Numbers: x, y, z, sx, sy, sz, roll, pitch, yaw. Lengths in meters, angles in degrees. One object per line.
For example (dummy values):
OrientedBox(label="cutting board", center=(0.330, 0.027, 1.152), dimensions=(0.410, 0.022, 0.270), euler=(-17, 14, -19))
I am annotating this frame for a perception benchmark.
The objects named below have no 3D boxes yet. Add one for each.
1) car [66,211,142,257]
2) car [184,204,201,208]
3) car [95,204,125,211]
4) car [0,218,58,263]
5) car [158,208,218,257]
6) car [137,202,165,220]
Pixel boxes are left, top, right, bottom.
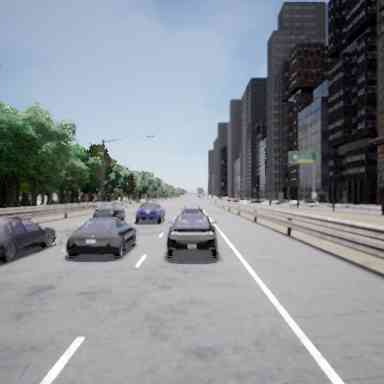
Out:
OrientedBox(label="car", center=(-3.480, 1.699, 13.512), dimensions=(1.994, 1.385, 4.181), euler=(0, 0, 0))
OrientedBox(label="car", center=(0.027, 1.789, 28.520), dimensions=(2.128, 1.511, 4.902), euler=(0, -1, 0))
OrientedBox(label="car", center=(-6.976, 1.791, 28.532), dimensions=(2.128, 1.511, 4.902), euler=(0, 0, 0))
OrientedBox(label="car", center=(-6.990, 1.672, 12.535), dimensions=(2.033, 1.411, 5.357), euler=(0, -1, 0))
OrientedBox(label="car", center=(0.021, 1.627, 13.518), dimensions=(2.128, 1.511, 4.902), euler=(0, 0, 0))
OrientedBox(label="car", center=(-3.474, 1.647, 28.429), dimensions=(2.097, 1.767, 4.553), euler=(0, -1, 0))
